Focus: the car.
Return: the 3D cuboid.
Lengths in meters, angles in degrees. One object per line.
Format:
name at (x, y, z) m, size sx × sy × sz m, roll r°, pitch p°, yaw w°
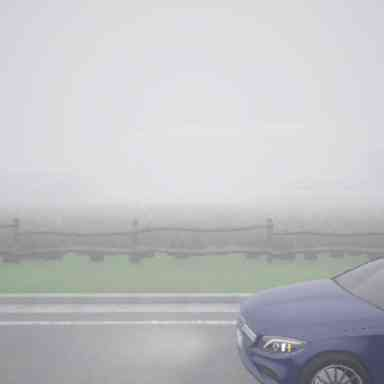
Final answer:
car at (2.913, 1.526, 4.073) m, size 4.674 × 1.442 × 1.812 m, roll 0°, pitch 0°, yaw -1°
